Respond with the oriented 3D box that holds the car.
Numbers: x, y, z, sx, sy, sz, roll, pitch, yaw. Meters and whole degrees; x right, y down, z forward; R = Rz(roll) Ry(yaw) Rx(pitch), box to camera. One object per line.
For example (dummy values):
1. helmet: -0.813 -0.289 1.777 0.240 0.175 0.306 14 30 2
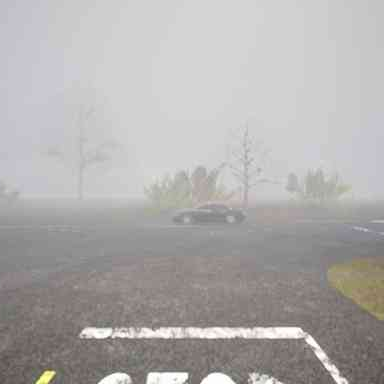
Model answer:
1. car: 1.089 1.448 22.246 4.892 1.490 1.837 0 0 -1
